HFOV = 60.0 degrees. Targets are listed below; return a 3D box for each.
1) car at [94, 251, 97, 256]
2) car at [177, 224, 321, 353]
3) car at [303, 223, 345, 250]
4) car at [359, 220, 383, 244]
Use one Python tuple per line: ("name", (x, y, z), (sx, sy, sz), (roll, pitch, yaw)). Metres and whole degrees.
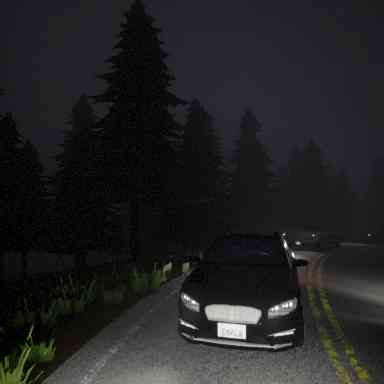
("car", (-20.266, 13.650, 72.970), (4.181, 1.381, 1.994), (-2, -5, 31))
("car", (1.133, 1.562, 6.603), (2.128, 1.511, 4.902), (-1, -2, 15))
("car", (6.495, 2.308, 17.691), (1.895, 1.301, 4.718), (-3, -6, 39))
("car", (15.832, 3.224, 26.454), (5.566, 2.045, 2.150), (8, -8, -28))
